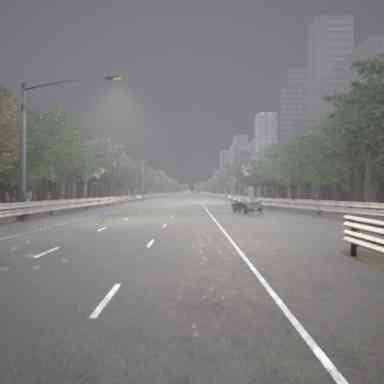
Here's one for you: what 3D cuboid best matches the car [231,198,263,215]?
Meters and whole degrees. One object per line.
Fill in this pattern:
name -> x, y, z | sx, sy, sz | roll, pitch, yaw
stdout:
car -> 5.338, 1.373, 32.817 | 2.128, 1.511, 4.902 | 0, 0, -12
